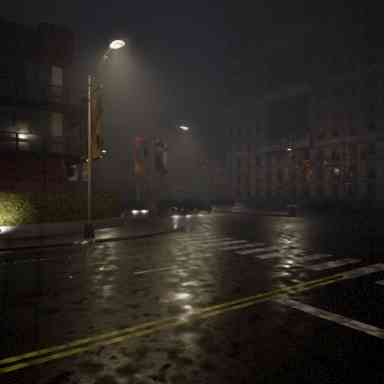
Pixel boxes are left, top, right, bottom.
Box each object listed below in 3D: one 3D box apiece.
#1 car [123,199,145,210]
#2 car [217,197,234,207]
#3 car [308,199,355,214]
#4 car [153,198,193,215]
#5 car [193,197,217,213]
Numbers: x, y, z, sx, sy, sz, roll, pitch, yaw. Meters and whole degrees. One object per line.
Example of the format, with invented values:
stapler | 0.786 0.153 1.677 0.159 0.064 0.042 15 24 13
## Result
car | -7.570 1.564 42.251 1.994 1.385 4.181 0 0 -35
car | 4.426 1.478 51.543 1.882 1.535 5.008 0 0 -35
car | 15.077 1.477 36.343 1.882 1.535 5.008 0 0 -35
car | -2.295 1.505 34.663 1.837 1.490 4.892 0 0 -35
car | 0.228 1.478 37.165 1.882 1.535 5.008 0 0 -35
